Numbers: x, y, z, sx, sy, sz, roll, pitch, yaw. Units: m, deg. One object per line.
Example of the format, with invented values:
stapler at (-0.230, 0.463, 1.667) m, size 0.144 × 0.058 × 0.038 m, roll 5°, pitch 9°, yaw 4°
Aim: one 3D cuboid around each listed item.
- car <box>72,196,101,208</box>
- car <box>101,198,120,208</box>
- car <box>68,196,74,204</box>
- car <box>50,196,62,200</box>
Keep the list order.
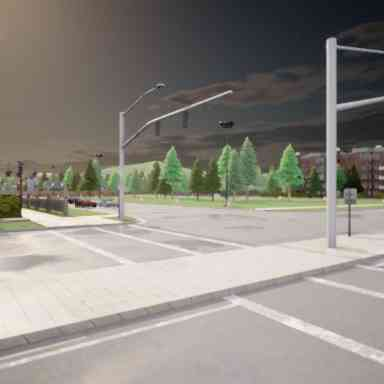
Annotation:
car at (-14.836, 1.595, 46.527) m, size 1.895 × 1.301 × 4.718 m, roll 0°, pitch 0°, yaw -36°
car at (-12.070, 1.594, 48.665) m, size 1.895 × 1.301 × 4.718 m, roll 0°, pitch 0°, yaw -36°
car at (-22.629, 1.541, 63.315) m, size 2.033 × 1.411 × 5.357 m, roll 0°, pitch 0°, yaw -36°
car at (-24.975, 1.502, 60.564) m, size 1.837 × 1.490 × 4.892 m, roll 0°, pitch -1°, yaw -35°
